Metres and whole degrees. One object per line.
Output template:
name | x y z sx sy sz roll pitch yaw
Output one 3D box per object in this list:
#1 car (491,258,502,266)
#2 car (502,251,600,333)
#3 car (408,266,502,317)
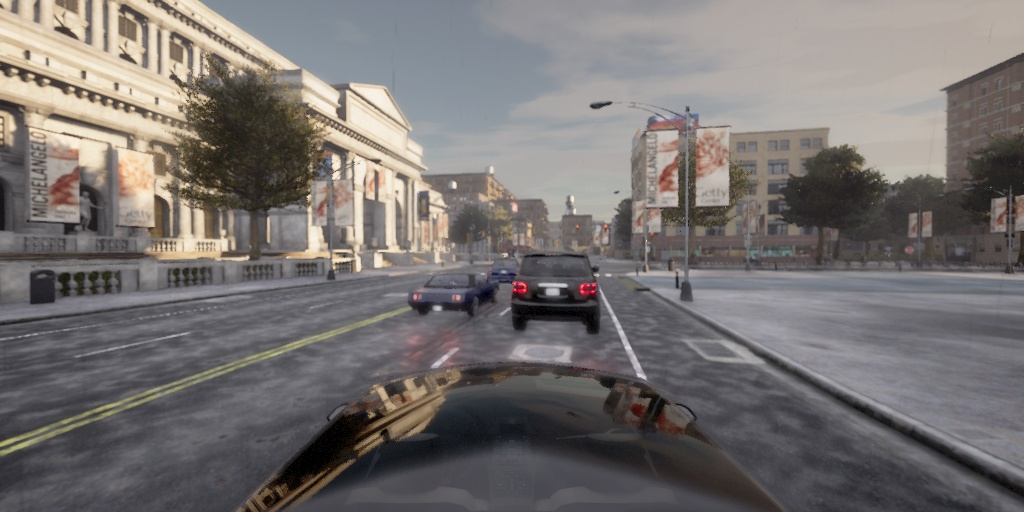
car | -0.054 0.857 21.694 2.097 1.767 4.553 0 1 11
car | 1.389 0.863 10.637 2.150 2.045 5.566 0 1 10
car | -1.778 1.216 12.656 1.895 1.301 4.718 0 1 10
